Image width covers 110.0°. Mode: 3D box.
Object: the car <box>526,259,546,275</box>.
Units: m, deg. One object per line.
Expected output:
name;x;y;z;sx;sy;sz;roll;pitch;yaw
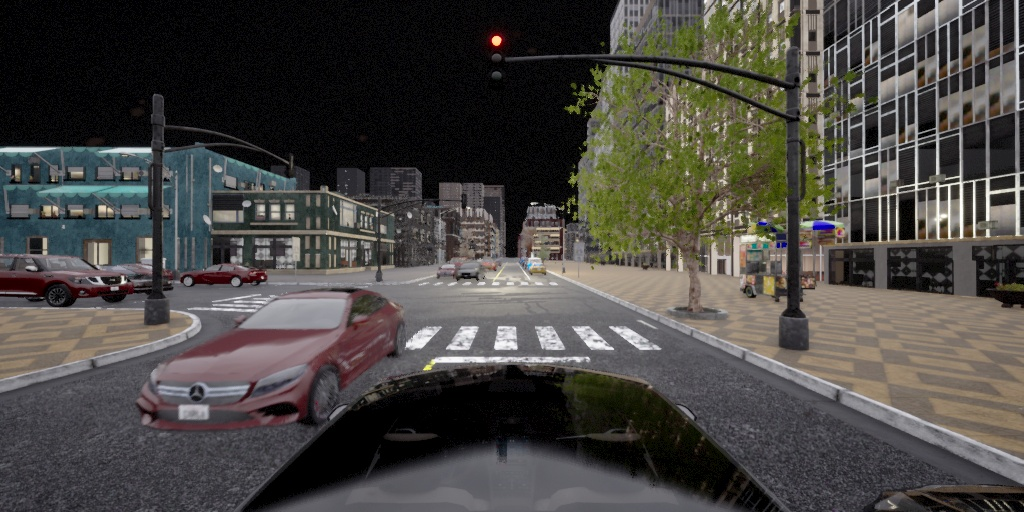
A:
car;2.720;1.278;38.251;1.751;1.417;4.829;0;0;0

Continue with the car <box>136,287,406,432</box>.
car;-3.108;1.276;5.839;1.812;1.442;4.674;0;0;0

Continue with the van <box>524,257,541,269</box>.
van;2.724;1.094;43.633;1.690;1.789;3.998;0;0;0

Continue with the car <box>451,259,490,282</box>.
car;-3.304;1.256;29.433;1.837;1.490;4.892;0;0;4

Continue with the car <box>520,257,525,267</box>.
car;2.732;1.305;54.735;2.007;1.370;4.403;0;0;0

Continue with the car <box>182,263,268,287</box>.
car;-17.261;1.121;21.535;4.507;1.381;1.888;0;0;-1

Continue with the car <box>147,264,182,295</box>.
car;-18.227;1.082;15.733;5.357;1.411;2.033;1;0;-1

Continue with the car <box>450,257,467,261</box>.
car;-5.661;1.067;38.085;2.192;1.841;5.009;0;0;0

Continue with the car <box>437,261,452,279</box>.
car;-5.665;1.334;32.534;1.802;1.307;4.207;0;0;0

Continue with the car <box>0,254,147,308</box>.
car;-17.149;0.850;13.155;5.009;1.841;2.192;0;0;-1

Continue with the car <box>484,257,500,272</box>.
car;-3.062;1.105;46.385;2.097;1.767;4.553;0;0;0
